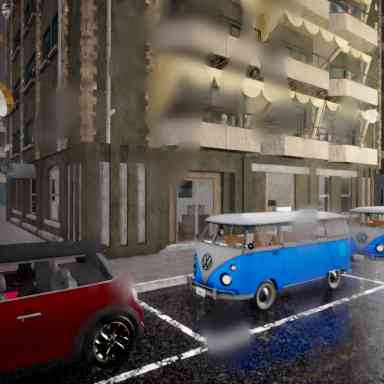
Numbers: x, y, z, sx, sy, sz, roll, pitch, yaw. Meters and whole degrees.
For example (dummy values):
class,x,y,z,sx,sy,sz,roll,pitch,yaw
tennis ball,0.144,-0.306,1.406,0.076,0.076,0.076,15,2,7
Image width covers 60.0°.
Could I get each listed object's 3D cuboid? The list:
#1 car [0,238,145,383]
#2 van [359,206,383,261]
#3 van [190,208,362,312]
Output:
class,x,y,z,sx,sy,sz,roll,pitch,yaw
car,-2.755,1.440,4.128,4.097,1.590,1.967,0,0,-36
van,6.496,1.345,10.755,3.998,1.788,1.690,0,0,-36
van,1.870,1.342,7.441,3.998,1.788,1.690,0,0,-36
